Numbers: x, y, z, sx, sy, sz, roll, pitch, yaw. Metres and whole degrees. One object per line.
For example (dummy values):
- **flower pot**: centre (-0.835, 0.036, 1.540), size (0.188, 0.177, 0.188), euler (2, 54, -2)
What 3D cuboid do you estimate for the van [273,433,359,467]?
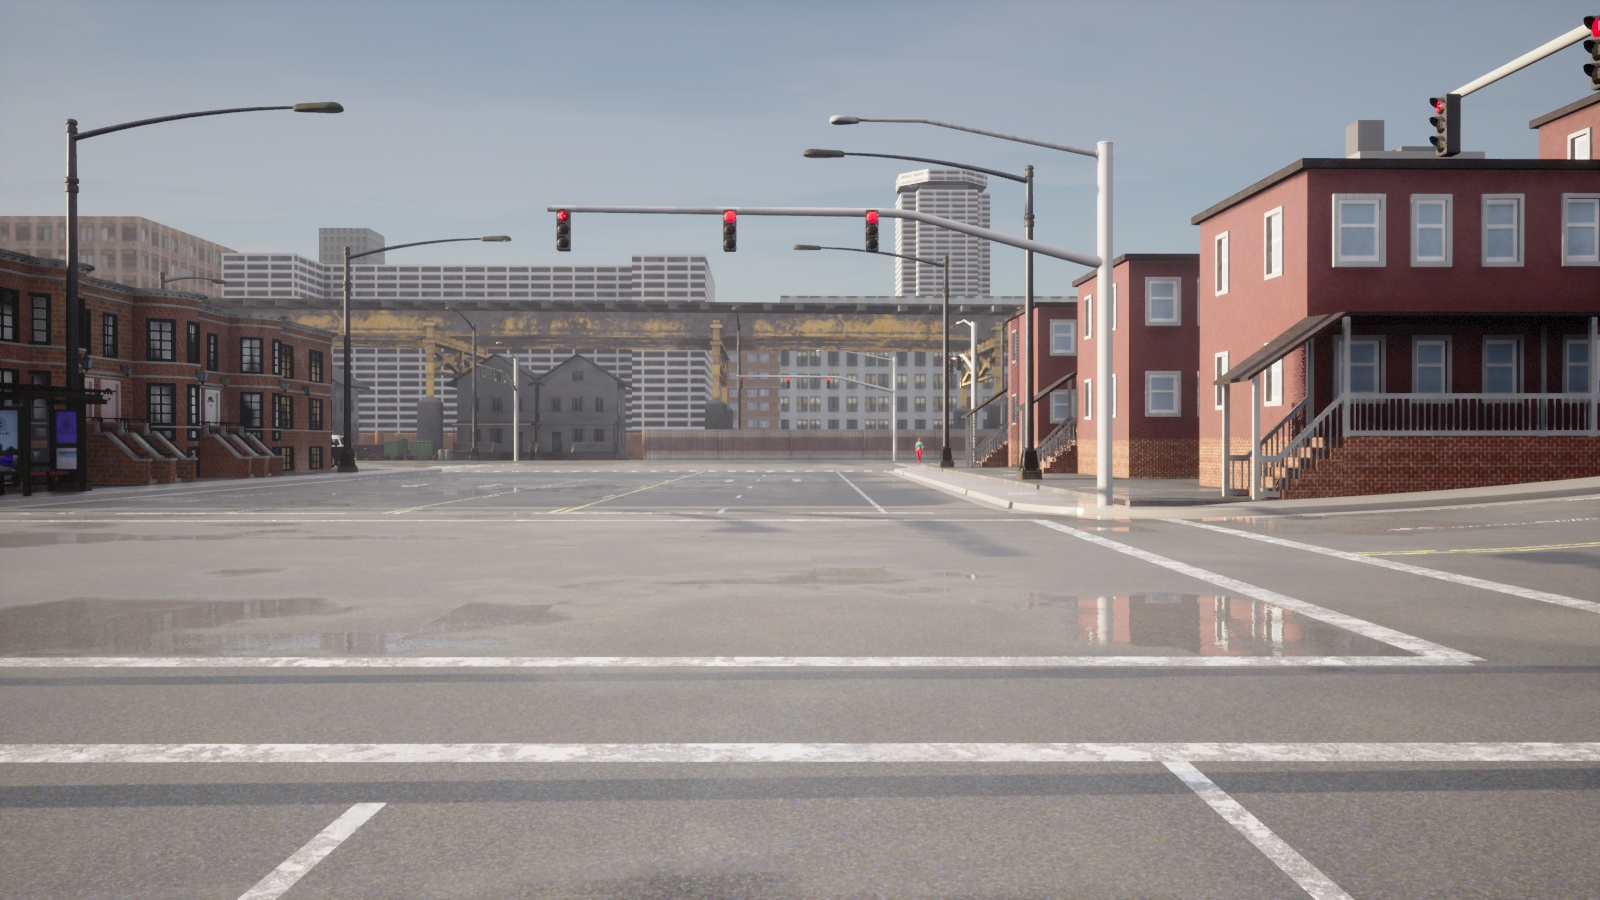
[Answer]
- **van**: centre (-29.763, 0.010, 77.297), size (4.480, 2.038, 2.069), euler (0, 0, 0)
